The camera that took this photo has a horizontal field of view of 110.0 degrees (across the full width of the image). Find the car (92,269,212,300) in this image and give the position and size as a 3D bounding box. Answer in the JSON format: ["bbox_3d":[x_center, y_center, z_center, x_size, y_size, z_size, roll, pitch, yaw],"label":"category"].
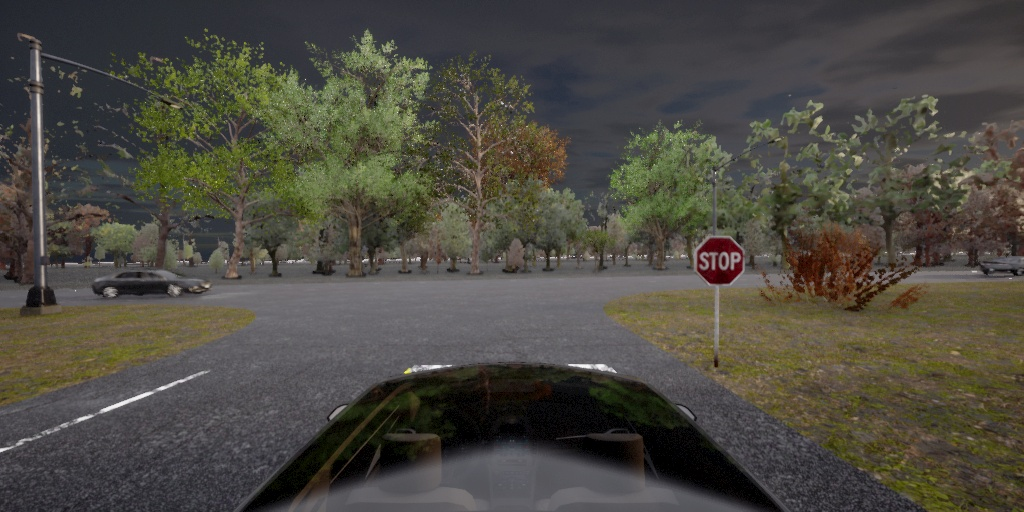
[{"bbox_3d":[-19.215,1.453,19.326,4.892,1.490,1.837,-1,1,-10],"label":"car"}]

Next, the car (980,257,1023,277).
[{"bbox_3d":[39.187,0.812,27.736,4.902,1.511,2.128,-1,1,-6],"label":"car"}]
